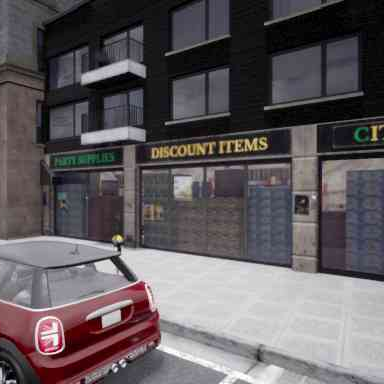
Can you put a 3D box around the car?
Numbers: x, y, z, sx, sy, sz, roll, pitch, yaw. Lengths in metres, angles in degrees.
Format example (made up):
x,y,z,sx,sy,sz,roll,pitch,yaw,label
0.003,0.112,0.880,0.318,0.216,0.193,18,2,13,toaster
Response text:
x,y,z,sx,sy,sz,roll,pitch,yaw,label
-2.477,1.440,4.848,4.097,1.590,1.967,0,0,36,car
